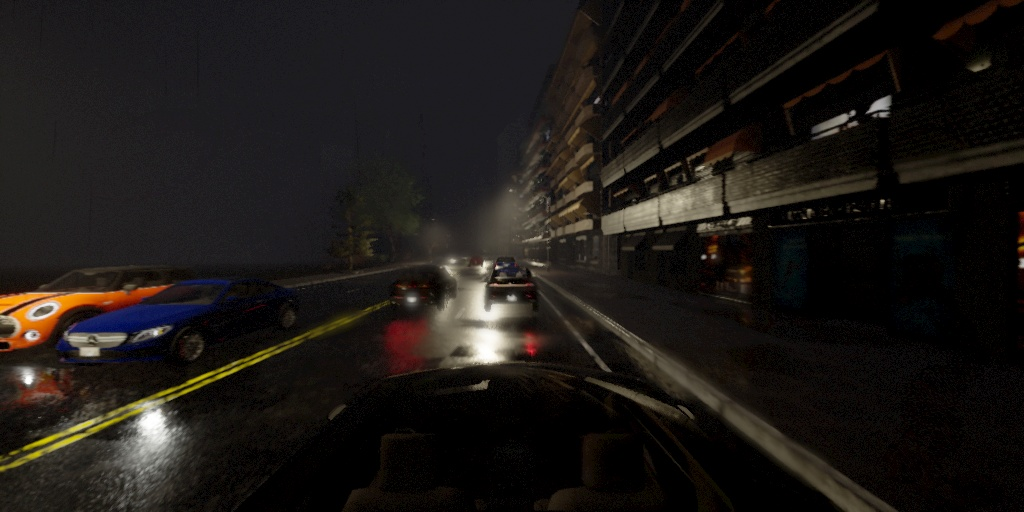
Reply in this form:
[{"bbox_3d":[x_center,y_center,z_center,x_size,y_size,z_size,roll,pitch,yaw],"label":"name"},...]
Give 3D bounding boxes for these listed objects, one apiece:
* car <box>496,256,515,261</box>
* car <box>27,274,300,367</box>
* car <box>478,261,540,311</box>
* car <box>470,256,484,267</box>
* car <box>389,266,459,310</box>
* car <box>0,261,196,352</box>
[{"bbox_3d":[-0.566,0.795,30.588,2.097,1.767,4.553,0,1,-3],"label":"car"},{"bbox_3d":[-6.650,1.219,7.950,1.812,1.442,4.674,0,1,-1],"label":"car"},{"bbox_3d":[-0.030,1.114,13.709,2.128,1.511,4.902,0,1,-1],"label":"car"},{"bbox_3d":[-5.068,0.711,51.579,1.882,1.535,5.008,0,1,-4],"label":"car"},{"bbox_3d":[-3.281,1.129,13.985,1.837,1.490,4.892,0,1,-1],"label":"car"},{"bbox_3d":[-9.911,1.042,8.831,2.097,1.767,4.553,0,1,-1],"label":"car"}]
